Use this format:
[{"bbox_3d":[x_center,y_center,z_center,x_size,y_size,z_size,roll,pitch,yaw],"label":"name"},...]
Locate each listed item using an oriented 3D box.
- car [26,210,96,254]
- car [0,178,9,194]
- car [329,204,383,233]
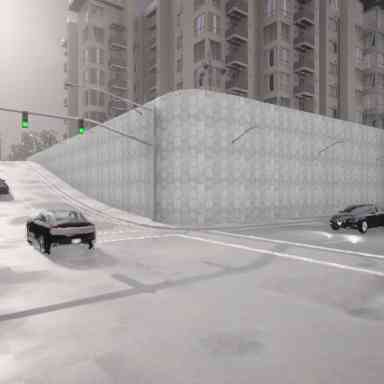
[{"bbox_3d":[-5.472,1.493,13.611,2.128,1.511,4.902,0,0,-36],"label":"car"},{"bbox_3d":[-19.641,-0.762,33.304,1.994,1.385,4.181,0,11,-36],"label":"car"},{"bbox_3d":[10.152,1.505,19.851,4.892,1.490,1.837,0,0,-36],"label":"car"}]
